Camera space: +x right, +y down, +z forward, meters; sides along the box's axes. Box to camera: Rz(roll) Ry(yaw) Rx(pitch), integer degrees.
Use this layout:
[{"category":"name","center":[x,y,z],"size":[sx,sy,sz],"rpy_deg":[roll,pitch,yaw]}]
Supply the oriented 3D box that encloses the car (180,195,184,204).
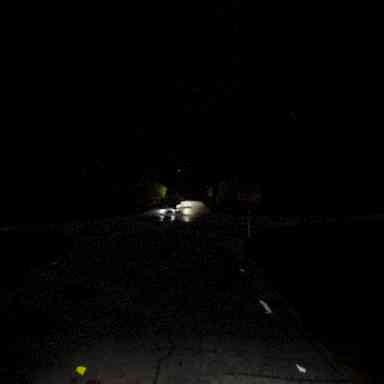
[{"category":"car","center":[-2.685,1.232,52.206],"size":[2.128,1.511,4.902],"rpy_deg":[0,1,0]}]

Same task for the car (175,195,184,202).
[{"category":"car","center":[-2.658,1.436,73.736],"size":[1.837,1.490,4.892],"rpy_deg":[0,-1,0]}]

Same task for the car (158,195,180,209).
[{"category":"car","center":[-2.703,1.272,38.056],"size":[1.994,1.385,4.181],"rpy_deg":[0,1,0]}]
